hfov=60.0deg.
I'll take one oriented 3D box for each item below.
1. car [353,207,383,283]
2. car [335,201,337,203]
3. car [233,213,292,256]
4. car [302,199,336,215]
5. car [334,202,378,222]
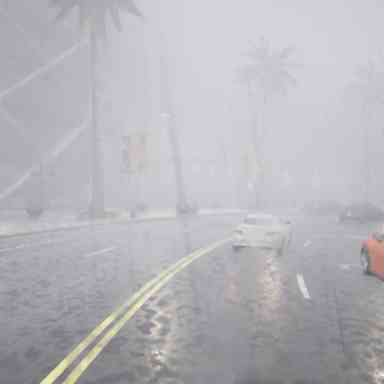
[{"bbox_3d":[5.450,1.421,7.612,2.097,1.767,4.553,1,0,13],"label":"car"},{"bbox_3d":[17.164,1.698,33.908,4.181,1.385,1.994,1,0,-27],"label":"car"},{"bbox_3d":[2.931,1.570,13.492,1.812,1.442,4.674,0,0,21],"label":"car"},{"bbox_3d":[14.125,1.543,36.144,4.553,1.767,2.097,1,0,-30],"label":"car"},{"bbox_3d":[13.977,1.748,27.373,4.181,1.385,1.994,1,0,-36],"label":"car"}]
